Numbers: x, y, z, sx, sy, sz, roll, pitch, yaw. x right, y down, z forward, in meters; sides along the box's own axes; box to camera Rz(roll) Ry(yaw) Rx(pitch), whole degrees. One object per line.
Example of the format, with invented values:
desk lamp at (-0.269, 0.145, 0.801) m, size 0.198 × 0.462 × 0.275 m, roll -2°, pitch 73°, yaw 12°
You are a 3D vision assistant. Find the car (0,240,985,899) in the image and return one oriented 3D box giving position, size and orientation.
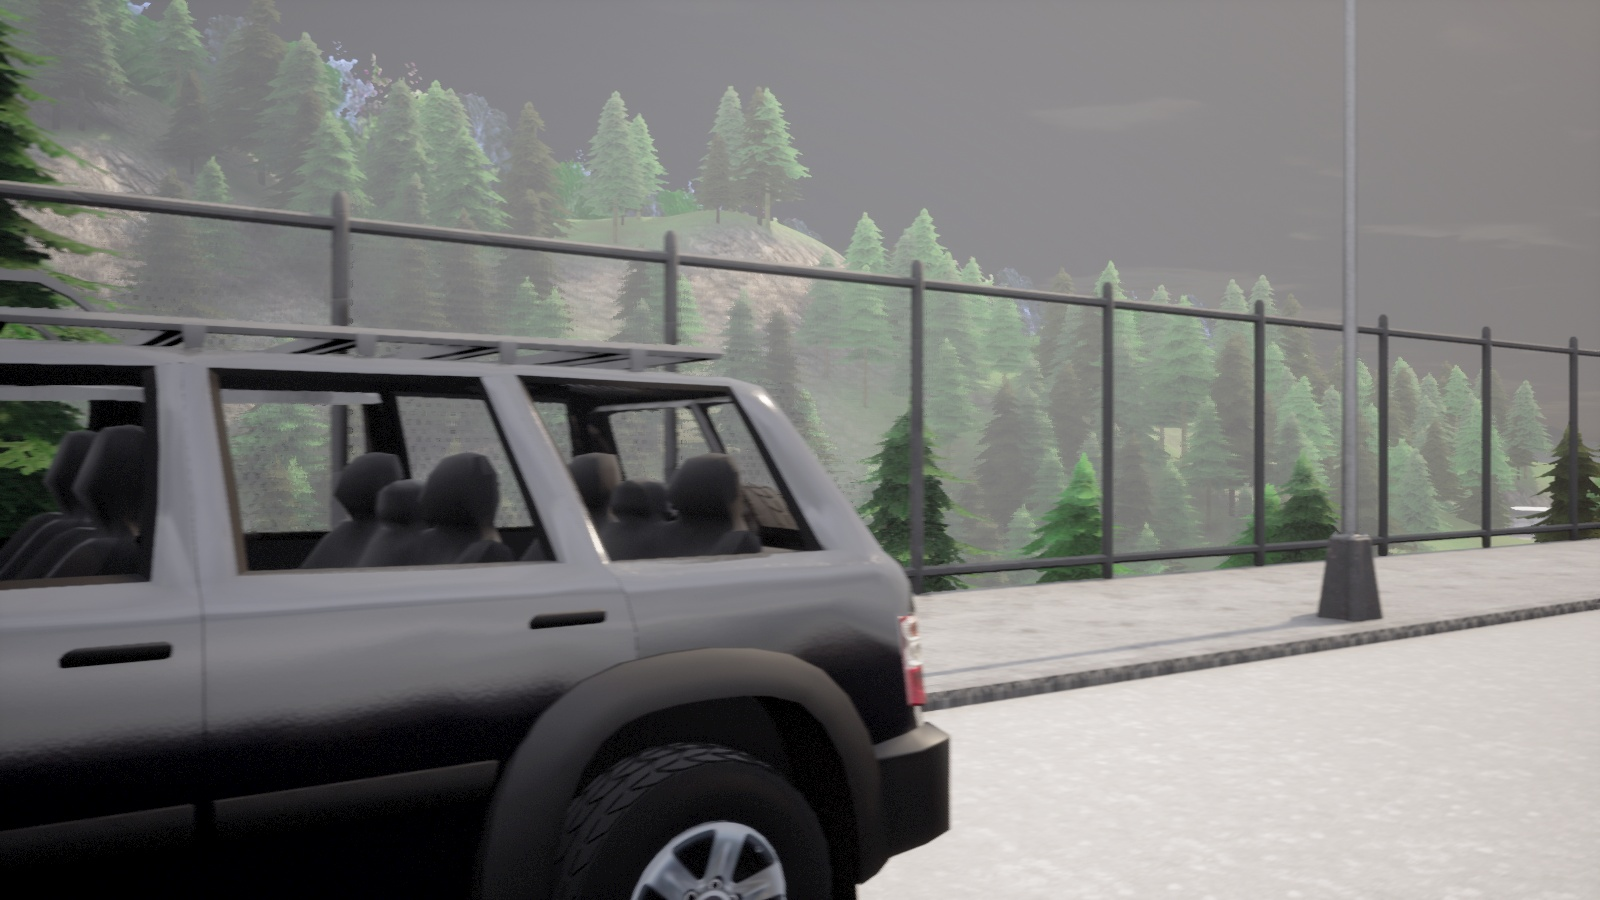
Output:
car at (-1.935, 0.573, 2.920) m, size 4.605 × 1.855 × 1.932 m, roll 0°, pitch 0°, yaw -35°
